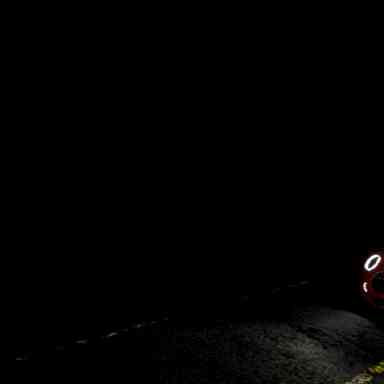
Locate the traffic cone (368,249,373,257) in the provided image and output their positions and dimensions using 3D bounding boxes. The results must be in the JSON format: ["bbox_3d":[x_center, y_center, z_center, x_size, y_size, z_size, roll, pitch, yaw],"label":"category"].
[{"bbox_3d":[5.037,1.908,9.368,0.340,0.580,0.340,-1,0,-34],"label":"traffic cone"}]

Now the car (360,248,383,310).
[{"bbox_3d":[5.378,1.304,6.649,4.553,1.767,2.097,-1,0,-34],"label":"car"}]
